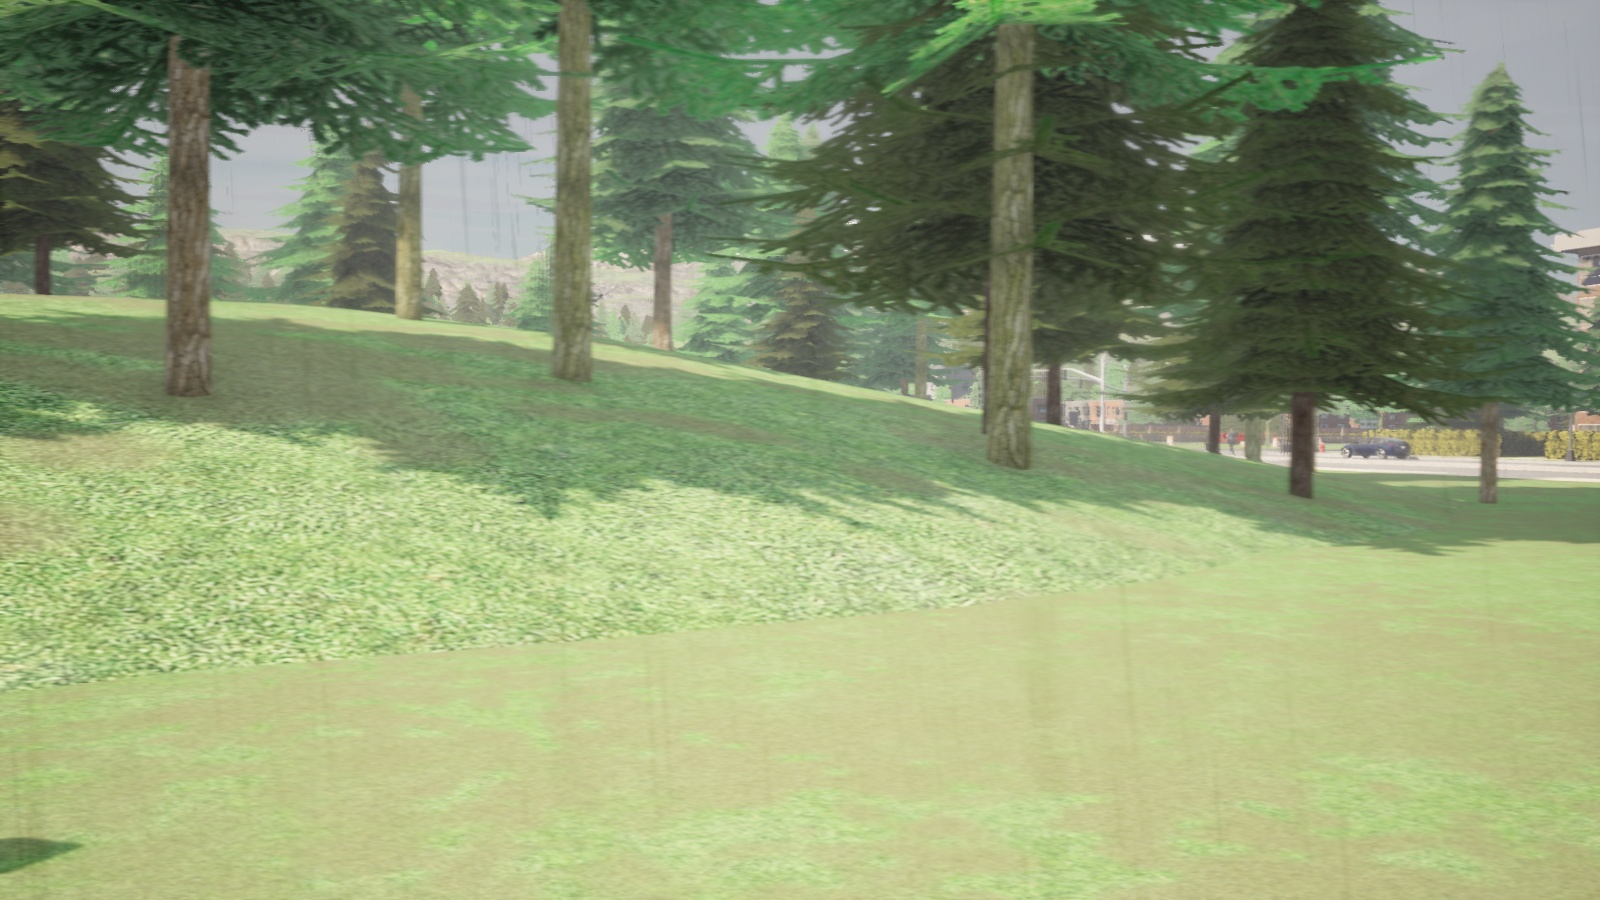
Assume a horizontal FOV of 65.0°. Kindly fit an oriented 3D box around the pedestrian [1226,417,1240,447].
[{"bbox_3d":[26.957,-1.109,78.211,0.540,1.848,0.694,-1,1,-10],"label":"pedestrian"}]

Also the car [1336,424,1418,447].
[{"bbox_3d":[38.133,-0.969,83.100,2.163,1.488,4.792,-1,1,-21],"label":"car"}]
